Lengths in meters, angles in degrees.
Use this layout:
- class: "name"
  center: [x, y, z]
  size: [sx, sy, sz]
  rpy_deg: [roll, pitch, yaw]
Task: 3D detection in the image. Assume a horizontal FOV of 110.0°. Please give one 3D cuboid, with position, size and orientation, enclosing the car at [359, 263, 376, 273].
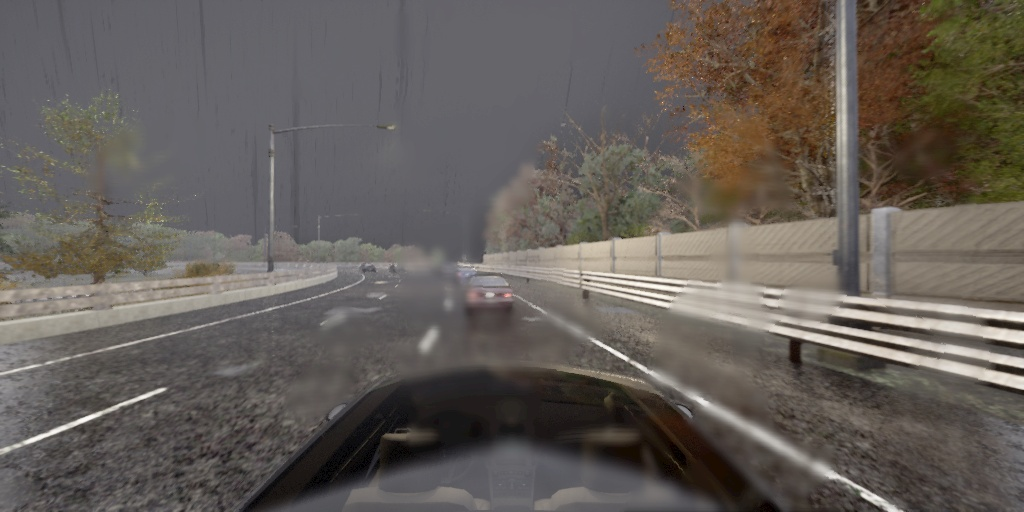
- class: "car"
  center: [-22.501, 1.831, 55.790]
  size: [1.812, 1.442, 4.674]
  rpy_deg: [0, -1, -31]

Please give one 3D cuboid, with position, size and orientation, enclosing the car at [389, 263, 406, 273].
- class: "car"
  center: [-17.061, 1.766, 53.319]
  size: [2.128, 1.511, 4.902]
  rpy_deg: [0, -1, -29]

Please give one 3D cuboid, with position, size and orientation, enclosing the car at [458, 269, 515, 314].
- class: "car"
  center: [-1.003, 1.425, 14.632]
  size: [2.033, 1.411, 5.357]
  rpy_deg: [0, -1, -7]

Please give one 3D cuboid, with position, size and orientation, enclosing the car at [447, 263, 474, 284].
- class: "car"
  center: [-4.031, 1.580, 30.357]
  size: [2.033, 1.411, 5.357]
  rpy_deg: [0, -1, -15]

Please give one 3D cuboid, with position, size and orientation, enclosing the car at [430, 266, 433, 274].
- class: "car"
  center: [-9.909, 1.728, 48.763]
  size: [1.837, 1.490, 4.892]
  rpy_deg: [0, 0, -17]

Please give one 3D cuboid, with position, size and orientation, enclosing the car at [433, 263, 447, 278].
- class: "car"
  center: [-7.204, 1.681, 40.167]
  size: [2.033, 1.411, 5.357]
  rpy_deg: [0, -1, -18]
